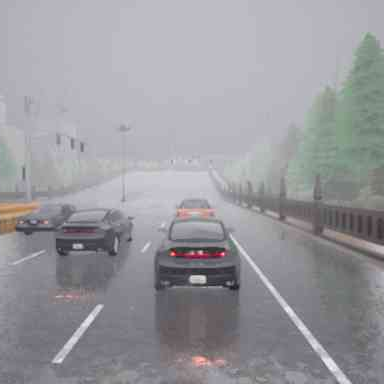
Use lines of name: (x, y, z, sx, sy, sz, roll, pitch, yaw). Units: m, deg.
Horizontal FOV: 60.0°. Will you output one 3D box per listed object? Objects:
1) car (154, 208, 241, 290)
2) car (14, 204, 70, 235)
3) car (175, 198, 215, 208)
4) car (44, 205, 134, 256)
car: (0.120, 1.378, 8.694, 1.837, 1.490, 4.892, 0, 1, 0)
car: (-6.860, 1.303, 16.925, 2.033, 1.411, 5.357, 0, 1, 0)
car: (0.142, 1.098, 17.704, 2.097, 1.767, 4.553, 0, 1, 0)
car: (-3.370, 1.328, 12.264, 1.837, 1.490, 4.892, 0, 1, 0)
